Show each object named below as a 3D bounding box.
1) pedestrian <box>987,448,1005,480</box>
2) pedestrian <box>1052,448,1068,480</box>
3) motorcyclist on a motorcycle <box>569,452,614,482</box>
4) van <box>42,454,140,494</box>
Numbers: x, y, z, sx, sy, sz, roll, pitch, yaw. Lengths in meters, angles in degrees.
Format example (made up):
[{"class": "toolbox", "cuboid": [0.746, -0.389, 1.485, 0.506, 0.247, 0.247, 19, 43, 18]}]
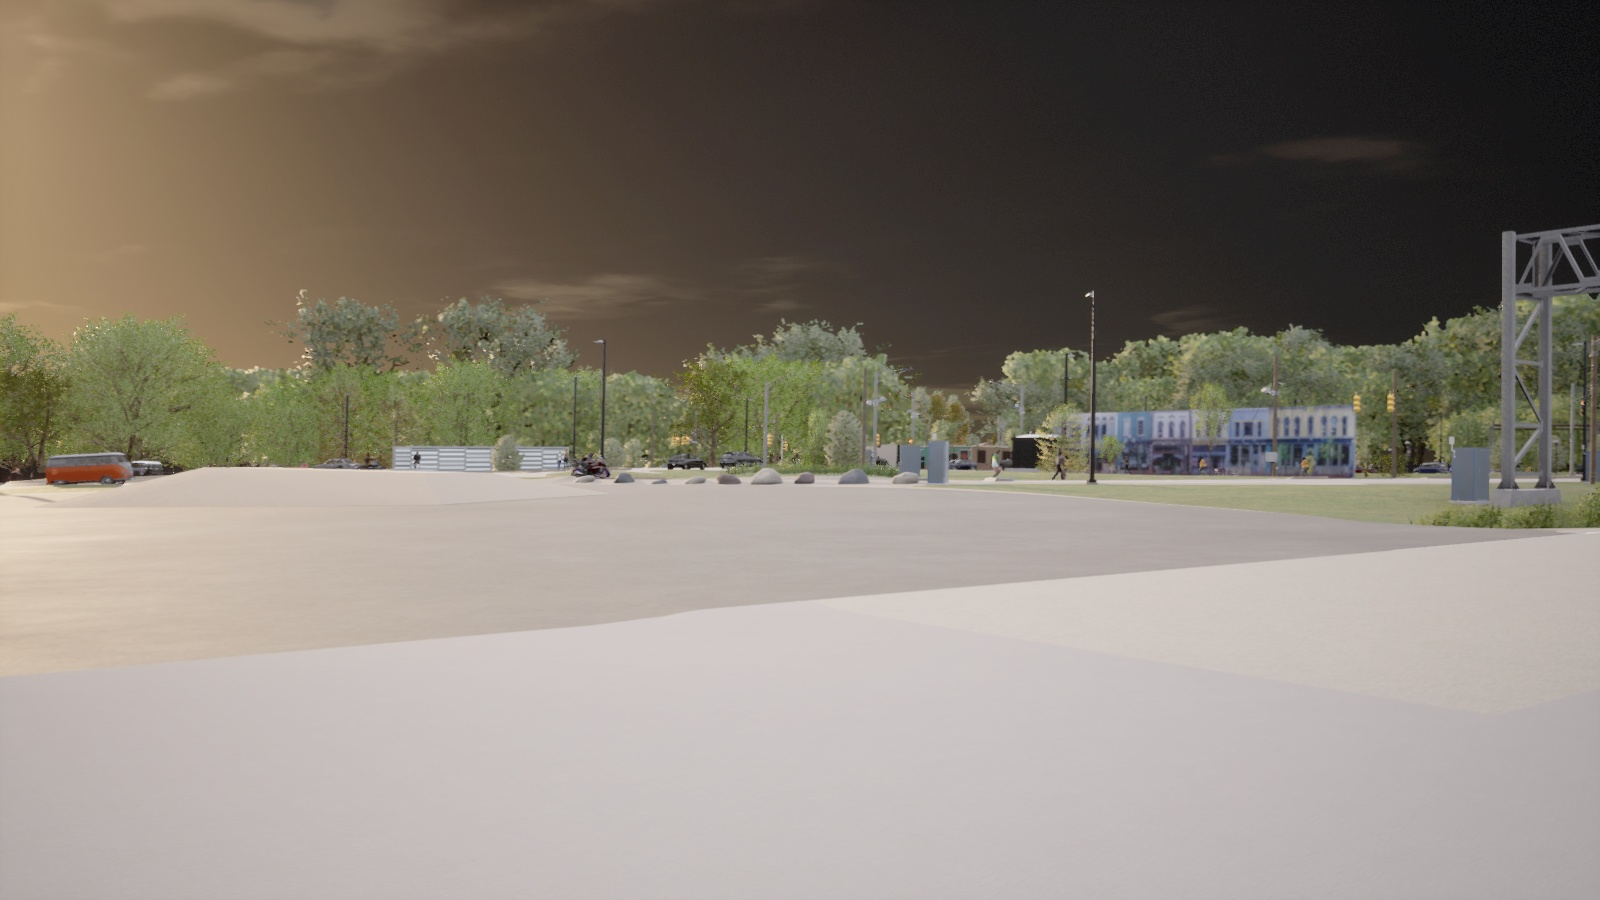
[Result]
[{"class": "pedestrian", "cuboid": [12.089, 0.888, 77.352, 0.873, 1.952, 0.659, 1, -1, -16]}, {"class": "pedestrian", "cuboid": [15.743, 0.853, 76.029, 0.788, 1.949, 0.423, 1, -1, -23]}, {"class": "motorcyclist on a motorcycle", "cuboid": [-11.105, 0.906, 66.939, 2.191, 1.530, 0.866, -2, -2, 15]}, {"class": "van", "cuboid": [-40.570, 1.368, 71.954, 4.442, 1.987, 1.775, -3, 0, -5]}]
